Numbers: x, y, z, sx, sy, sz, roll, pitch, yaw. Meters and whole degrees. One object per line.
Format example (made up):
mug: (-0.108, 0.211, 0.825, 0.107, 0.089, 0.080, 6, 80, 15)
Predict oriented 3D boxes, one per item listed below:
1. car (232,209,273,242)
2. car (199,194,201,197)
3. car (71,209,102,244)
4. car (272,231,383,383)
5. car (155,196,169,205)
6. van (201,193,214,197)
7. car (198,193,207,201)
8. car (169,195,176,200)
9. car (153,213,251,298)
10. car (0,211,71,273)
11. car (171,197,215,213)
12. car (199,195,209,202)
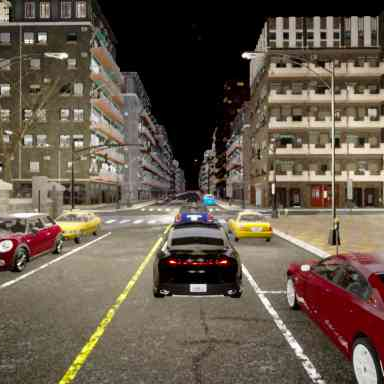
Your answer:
car: (2.716, 1.527, 16.277, 1.752, 1.417, 4.829, 1, 0, 0)
car: (2.762, 1.519, 59.772, 1.887, 1.381, 4.507, 1, 0, 0)
car: (-5.664, 1.527, 15.963, 1.752, 1.417, 4.829, 1, 0, 0)
car: (2.705, 1.546, 4.874, 1.887, 1.381, 4.507, 1, 0, 0)
car: (-5.618, 1.556, 59.837, 1.802, 1.307, 4.206, 1, 0, 0)
van: (2.759, 1.321, 54.100, 1.690, 1.788, 3.998, 1, 0, 0)
car: (2.795, 1.249, 88.126, 2.192, 1.841, 5.009, 1, 0, 0)
car: (-5.588, 1.516, 88.192, 1.802, 1.307, 4.206, 1, 0, 0)
car: (0.112, 1.506, 8.497, 1.837, 1.490, 4.892, 0, 0, 0)
car: (-5.669, 1.442, 10.519, 1.967, 1.590, 4.097, 1, 0, 0)
car: (0.140, 1.354, 18.757, 2.097, 1.767, 4.553, 0, 0, 1)
car: (2.780, 1.503, 76.784, 2.008, 1.369, 4.403, 1, 0, 0)
